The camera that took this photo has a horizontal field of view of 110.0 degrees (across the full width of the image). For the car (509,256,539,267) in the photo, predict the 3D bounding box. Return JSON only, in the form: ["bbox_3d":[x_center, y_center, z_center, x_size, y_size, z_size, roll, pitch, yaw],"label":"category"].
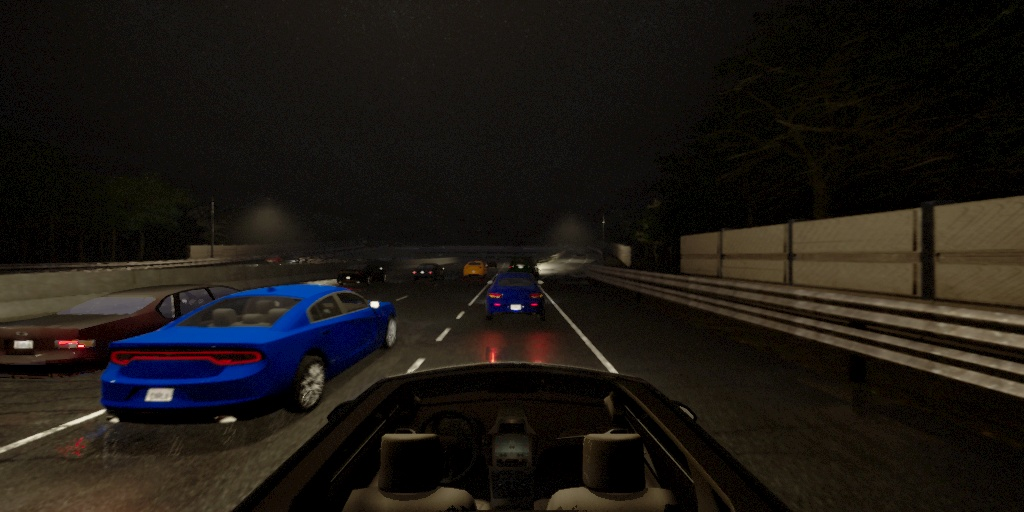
[{"bbox_3d":[1.101,0.981,31.080,2.150,2.045,5.566,0,0,9],"label":"car"}]

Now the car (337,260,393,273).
[{"bbox_3d":[-10.347,1.233,25.132,1.882,1.535,5.008,0,0,0],"label":"car"}]

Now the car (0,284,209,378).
[{"bbox_3d":[-6.895,1.298,7.573,2.033,1.411,5.357,0,0,0],"label":"car"}]

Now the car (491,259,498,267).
[{"bbox_3d":[-3.447,1.240,61.788,1.882,1.535,5.008,0,0,0],"label":"car"}]

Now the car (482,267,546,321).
[{"bbox_3d":[0.118,1.278,12.384,1.812,1.442,4.674,0,0,0],"label":"car"}]

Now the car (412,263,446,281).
[{"bbox_3d":[-6.834,1.305,29.863,2.033,1.411,5.357,0,0,0],"label":"car"}]

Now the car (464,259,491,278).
[{"bbox_3d":[-3.422,1.238,34.512,1.882,1.535,5.008,0,0,0],"label":"car"}]

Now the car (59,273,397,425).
[{"bbox_3d":[-3.497,1.229,6.037,1.882,1.535,5.008,0,0,0],"label":"car"}]
